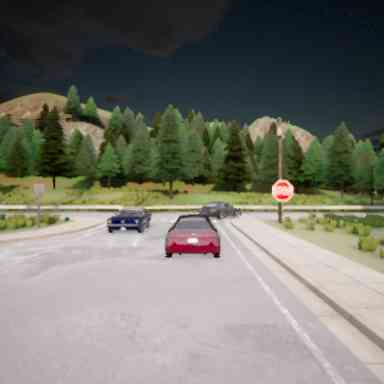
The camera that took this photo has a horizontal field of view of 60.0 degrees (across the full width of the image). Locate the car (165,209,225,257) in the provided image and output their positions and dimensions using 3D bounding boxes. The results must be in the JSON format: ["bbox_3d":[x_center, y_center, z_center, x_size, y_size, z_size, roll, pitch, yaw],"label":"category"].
[{"bbox_3d":[0.044,1.568,12.938,1.994,1.385,4.181,0,0,0],"label":"car"}]

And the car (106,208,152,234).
[{"bbox_3d":[-3.544,1.607,19.374,1.895,1.301,4.718,0,0,1],"label":"car"}]

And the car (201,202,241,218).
[{"bbox_3d":[2.366,1.534,27.971,1.812,1.442,4.674,-1,0,34],"label":"car"}]
